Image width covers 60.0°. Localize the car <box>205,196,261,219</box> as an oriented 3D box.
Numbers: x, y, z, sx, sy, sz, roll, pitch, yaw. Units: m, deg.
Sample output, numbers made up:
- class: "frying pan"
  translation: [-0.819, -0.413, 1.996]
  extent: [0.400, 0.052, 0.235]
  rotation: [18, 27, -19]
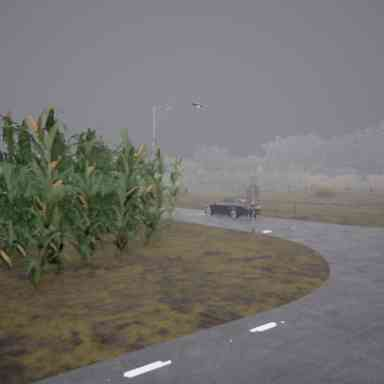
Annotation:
- class: "car"
  translation: [2.823, 1.076, 24.124]
  extent: [1.837, 1.490, 4.892]
  rotation: [-1, 2, -33]
